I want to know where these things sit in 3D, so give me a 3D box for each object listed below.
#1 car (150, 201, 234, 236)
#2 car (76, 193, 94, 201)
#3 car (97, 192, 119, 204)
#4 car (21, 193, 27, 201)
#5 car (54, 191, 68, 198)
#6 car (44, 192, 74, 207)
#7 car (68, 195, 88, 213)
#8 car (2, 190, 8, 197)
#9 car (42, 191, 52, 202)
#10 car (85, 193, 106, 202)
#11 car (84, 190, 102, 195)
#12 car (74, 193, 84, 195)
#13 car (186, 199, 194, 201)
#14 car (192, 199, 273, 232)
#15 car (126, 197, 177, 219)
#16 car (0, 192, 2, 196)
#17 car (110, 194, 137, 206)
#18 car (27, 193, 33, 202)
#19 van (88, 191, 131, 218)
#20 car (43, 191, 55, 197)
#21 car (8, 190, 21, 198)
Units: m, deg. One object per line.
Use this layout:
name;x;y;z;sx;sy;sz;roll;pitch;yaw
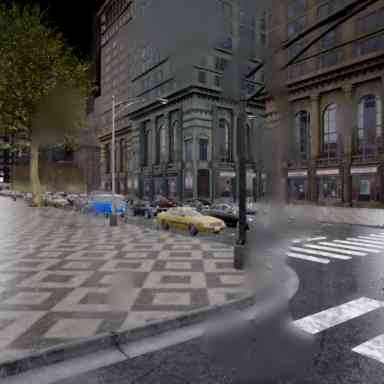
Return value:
car;-0.173;1.398;17.802;1.752;1.417;4.829;1;0;-35
car;-19.248;0.860;59.575;1.802;1.307;4.206;1;0;-35
car;-12.763;0.880;50.401;1.967;1.590;4.097;1;0;-35
car;-26.207;0.830;54.651;2.008;1.369;4.403;1;0;-35
car;-28.972;0.587;73.336;1.887;1.381;4.507;1;0;-35
car;-16.384;1.051;40.749;1.752;1.417;4.829;1;0;-35
car;-9.998;1.230;31.709;2.008;1.369;4.403;1;0;-35
car;-42.413;0.329;77.588;1.967;1.590;4.097;1;0;-35
car;-19.723;0.992;45.476;2.008;1.369;4.403;1;0;-35
car;-16.006;0.910;54.988;2.008;1.369;4.403;1;0;-35
car;-9.169;0.870;35.147;2.150;2.045;5.566;0;1;-35
car;-15.585;1.015;44.320;1.812;1.442;4.674;0;1;-35
car;0.201;1.315;32.048;1.947;1.339;4.313;1;0;-35
car;2.369;1.370;18.796;2.128;1.511;4.902;0;1;-35
car;-3.353;1.338;26.905;1.994;1.385;4.181;0;1;-35
car;-45.655;0.254;82.176;1.967;1.590;4.097;1;0;-35
car;-9.524;1.073;45.814;2.008;1.369;4.403;1;0;-35
car;-22.965;0.910;50.063;2.008;1.369;4.403;1;0;-35
van;-6.754;1.091;27.120;1.690;1.788;3.998;1;0;-35
car;-35.455;0.471;82.510;1.802;1.307;4.206;1;0;-35
car;-35.929;0.483;68.413;1.967;1.590;4.097;1;0;-35
